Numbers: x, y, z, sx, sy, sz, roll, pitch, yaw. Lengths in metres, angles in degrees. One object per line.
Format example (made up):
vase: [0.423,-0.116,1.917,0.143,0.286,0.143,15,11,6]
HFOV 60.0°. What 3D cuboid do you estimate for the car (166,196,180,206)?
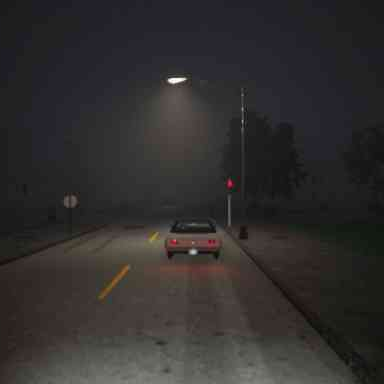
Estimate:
car: [-4.011,1.990,64.908,2.033,1.411,5.357,0,0,0]

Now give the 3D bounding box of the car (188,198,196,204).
car: [0.003,1.917,74.319,1.895,1.301,4.718,0,0,0]

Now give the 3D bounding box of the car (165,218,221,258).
car: [0.057,1.691,13.128,1.895,1.301,4.718,0,0,0]
